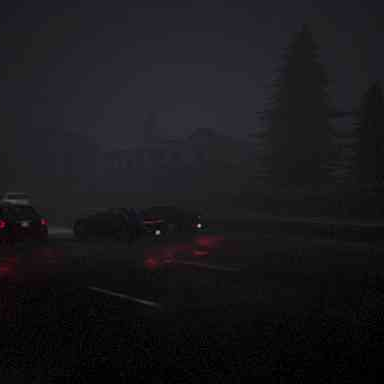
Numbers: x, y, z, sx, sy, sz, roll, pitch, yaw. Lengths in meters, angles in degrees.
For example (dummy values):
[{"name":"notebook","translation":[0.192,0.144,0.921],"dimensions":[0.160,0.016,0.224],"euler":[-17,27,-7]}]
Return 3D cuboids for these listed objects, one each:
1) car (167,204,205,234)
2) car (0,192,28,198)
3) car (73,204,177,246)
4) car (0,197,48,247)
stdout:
[{"name":"car","translation":[-1.609,1.427,17.998],"dimensions":[4.892,1.490,1.837],"euler":[0,0,36]},{"name":"car","translation":[-15.955,1.027,28.239],"dimensions":[5.566,2.045,2.150],"euler":[0,0,36]},{"name":"car","translation":[-3.353,1.417,14.939],"dimensions":[4.902,1.511,2.128],"euler":[0,0,36]},{"name":"car","translation":[-8.165,1.256,14.087],"dimensions":[4.553,1.767,2.097],"euler":[1,0,36]}]
